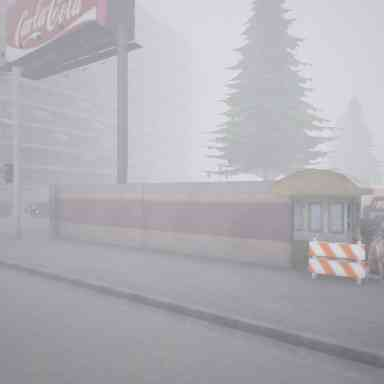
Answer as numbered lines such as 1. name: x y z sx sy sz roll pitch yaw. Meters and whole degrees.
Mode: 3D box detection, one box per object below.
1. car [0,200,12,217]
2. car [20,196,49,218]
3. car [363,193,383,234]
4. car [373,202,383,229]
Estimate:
1. car: -17.706 1.505 29.452 1.837 1.490 4.892 0 0 35
2. car: -12.424 1.222 30.857 2.150 2.045 5.566 0 0 35
3. car: 10.719 1.149 16.598 3.866 1.878 1.905 0 0 35
4. car: 12.661 1.338 18.653 4.193 1.474 1.816 0 0 35
